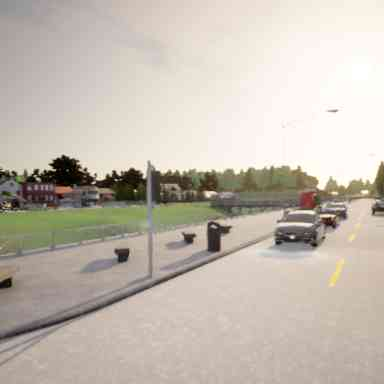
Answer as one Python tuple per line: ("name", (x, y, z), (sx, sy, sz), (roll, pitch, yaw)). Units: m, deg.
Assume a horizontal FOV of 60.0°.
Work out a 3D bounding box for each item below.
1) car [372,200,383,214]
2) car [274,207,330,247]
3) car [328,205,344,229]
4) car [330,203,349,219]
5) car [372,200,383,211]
("car", (22.676, 1.721, 39.711), (2.097, 1.767, 4.553), (-2, -1, 28))
("car", (5.469, 1.730, 16.514), (1.837, 1.490, 4.892), (-2, -1, 28))
("car", (9.825, 1.905, 24.618), (1.895, 1.301, 4.718), (-2, -1, 28))
("car", (14.655, 1.868, 33.583), (1.882, 1.535, 5.008), (-2, -1, 28))
("car", (27.342, 1.979, 48.408), (1.812, 1.442, 4.674), (-2, -1, 28))
